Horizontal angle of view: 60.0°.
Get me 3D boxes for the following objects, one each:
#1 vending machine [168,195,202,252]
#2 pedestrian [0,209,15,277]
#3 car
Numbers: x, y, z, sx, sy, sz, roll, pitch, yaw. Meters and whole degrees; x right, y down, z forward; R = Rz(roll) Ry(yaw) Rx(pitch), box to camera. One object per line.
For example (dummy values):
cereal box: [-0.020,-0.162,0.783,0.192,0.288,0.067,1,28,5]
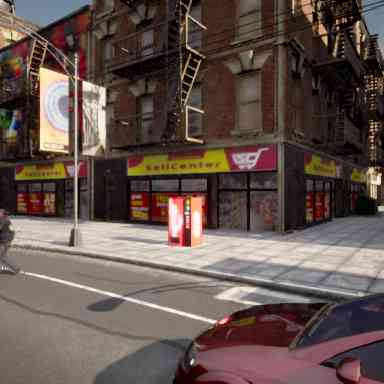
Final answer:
vending machine: [-0.268,1.195,13.123,0.880,2.100,1.100,0,0,34]
pedestrian: [-4.888,1.294,8.543,0.375,1.860,0.375,0,0,33]
car: [1.869,1.564,2.659,4.181,1.385,1.994,0,0,36]
